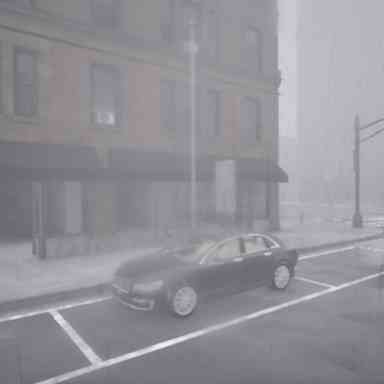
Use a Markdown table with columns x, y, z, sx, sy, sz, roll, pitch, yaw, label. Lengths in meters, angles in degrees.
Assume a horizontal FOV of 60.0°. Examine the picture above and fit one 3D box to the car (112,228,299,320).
| x | y | z | sx | sy | sz | roll | pitch | yaw | label |
| --- | --- | --- | --- | --- | --- | --- | --- | --- | --- |
| 0.480 | 1.505 | 7.169 | 4.403 | 1.369 | 2.008 | -1 | 0 | -36 | car |
